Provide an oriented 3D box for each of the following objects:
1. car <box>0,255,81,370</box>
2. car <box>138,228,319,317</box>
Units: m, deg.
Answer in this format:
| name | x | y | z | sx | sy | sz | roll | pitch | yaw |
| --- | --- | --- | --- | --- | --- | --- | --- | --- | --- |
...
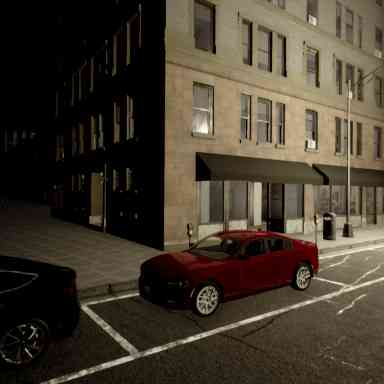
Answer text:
| name | x | y | z | sx | sy | sz | roll | pitch | yaw |
| --- | --- | --- | --- | --- | --- | --- | --- | --- | --- |
| car | -3.635 | 1.566 | 4.166 | 4.313 | 1.339 | 1.947 | 0 | 1 | -35 |
| car | 0.987 | 1.545 | 7.455 | 4.507 | 1.381 | 1.887 | 0 | 1 | -35 |
